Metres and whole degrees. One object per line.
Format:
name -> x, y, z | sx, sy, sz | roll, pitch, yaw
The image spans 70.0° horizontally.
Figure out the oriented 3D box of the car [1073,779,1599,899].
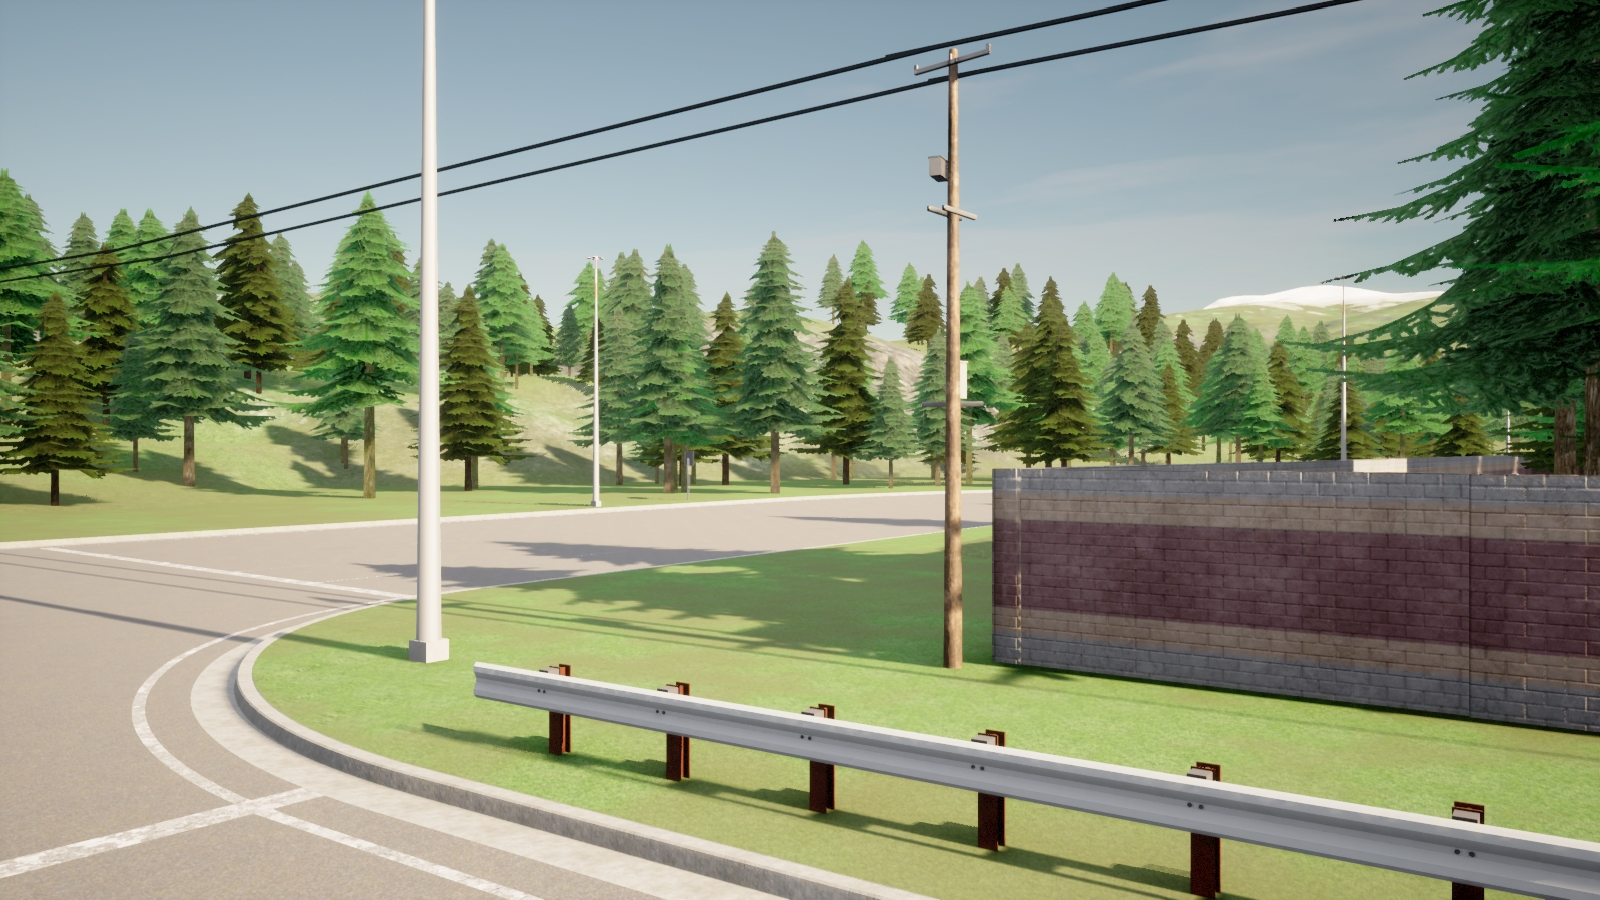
car -> 3.010, 1.982, 1.681 | 5.238, 1.638, 2.097 | 0, 0, 35
